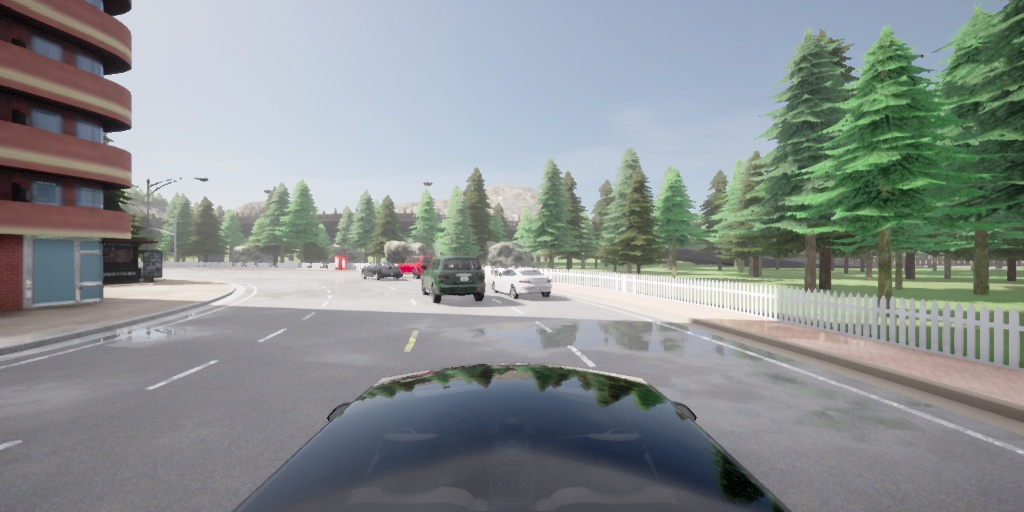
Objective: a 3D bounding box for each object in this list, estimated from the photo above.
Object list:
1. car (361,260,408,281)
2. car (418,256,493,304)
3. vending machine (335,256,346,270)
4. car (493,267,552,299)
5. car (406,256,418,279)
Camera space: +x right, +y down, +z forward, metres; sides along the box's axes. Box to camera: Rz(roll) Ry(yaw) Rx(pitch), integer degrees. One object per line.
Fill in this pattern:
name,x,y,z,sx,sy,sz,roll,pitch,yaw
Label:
car,-11.058,1.245,30.017,2.128,1.511,4.902,0,0,-42
car,-2.872,1.008,16.821,2.150,2.045,5.566,0,0,-21
vending machine,-22.515,0.944,47.076,0.880,2.100,1.100,0,0,23
car,0.402,1.283,18.058,1.812,1.442,4.674,0,0,-21
car,-8.493,1.008,32.399,2.150,2.045,5.566,0,0,-42
